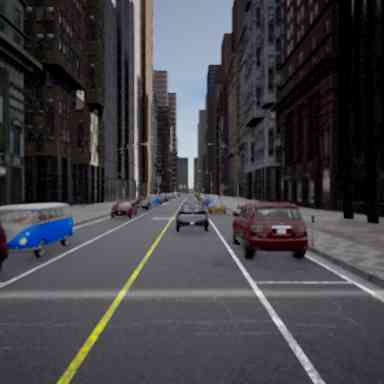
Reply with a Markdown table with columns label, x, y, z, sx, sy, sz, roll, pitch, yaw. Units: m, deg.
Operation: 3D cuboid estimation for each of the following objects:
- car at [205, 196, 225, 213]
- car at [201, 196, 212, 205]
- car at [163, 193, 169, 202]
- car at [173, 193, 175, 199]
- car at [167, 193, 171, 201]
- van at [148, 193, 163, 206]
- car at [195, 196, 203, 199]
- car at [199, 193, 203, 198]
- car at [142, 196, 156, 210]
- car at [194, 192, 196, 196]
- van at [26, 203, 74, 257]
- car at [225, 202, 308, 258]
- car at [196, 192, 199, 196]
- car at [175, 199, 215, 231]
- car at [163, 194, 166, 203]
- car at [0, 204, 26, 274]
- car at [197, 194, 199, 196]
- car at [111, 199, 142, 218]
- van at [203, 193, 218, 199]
| label | x | y | z | sx | sy | sz | roll | pitch | yaw |
| --- | --- | --- | --- | --- | --- | --- | --- | --- | --- |
| car | 2.598 | 1.442 | 35.185 | 1.752 | 1.417 | 4.829 | 0 | 0 | 0 |
| car | 2.490 | 1.402 | 57.730 | 1.752 | 1.417 | 4.829 | 0 | 0 | 0 |
| car | -6.061 | 1.449 | 63.144 | 1.947 | 1.339 | 4.313 | 0 | 0 | 0 |
| car | -6.169 | 1.284 | 85.691 | 1.967 | 1.590 | 4.097 | 0 | 0 | 0 |
| car | -6.089 | 1.188 | 68.780 | 2.192 | 1.841 | 5.009 | 0 | 0 | 0 |
| van | -6.008 | 1.244 | 51.870 | 1.690 | 1.788 | 3.998 | 0 | 0 | 0 |
| car | -0.081 | 1.516 | 38.656 | 1.895 | 1.301 | 4.718 | 0 | 0 | 0 |
| car | 2.517 | 1.327 | 51.923 | 1.967 | 1.590 | 4.097 | 0 | 0 | 0 |
| car | -5.953 | 1.489 | 40.597 | 1.947 | 1.339 | 4.313 | 0 | 0 | 0 |
| car | 2.355 | 1.143 | 85.741 | 2.192 | 1.841 | 5.009 | 0 | 0 | 0 |
| van | -5.818 | 1.321 | 12.413 | 1.690 | 1.788 | 3.998 | 0 | 0 | 0 |
| car | 2.706 | 1.279 | 12.469 | 2.192 | 1.841 | 5.009 | 0 | 0 | 0 |
| car | 2.409 | 1.288 | 74.468 | 1.967 | 1.590 | 4.097 | 0 | 0 | 0 |
| car | 0.003 | 1.444 | 20.159 | 2.128 | 1.511 | 4.902 | 0 | 0 | 0 |
| car | -6.034 | 1.459 | 57.507 | 1.947 | 1.339 | 4.313 | 0 | 0 | 0 |
| car | -5.791 | 1.308 | 6.777 | 2.192 | 1.841 | 5.009 | 0 | 0 | 0 |
| car | 2.464 | 1.418 | 63.196 | 2.008 | 1.369 | 4.403 | 0 | 0 | 0 |
| car | -5.899 | 1.489 | 29.324 | 1.887 | 1.381 | 4.507 | 0 | 0 | 0 |
| van | 2.571 | 1.248 | 40.650 | 1.690 | 1.788 | 3.998 | 0 | 0 | 0 |
